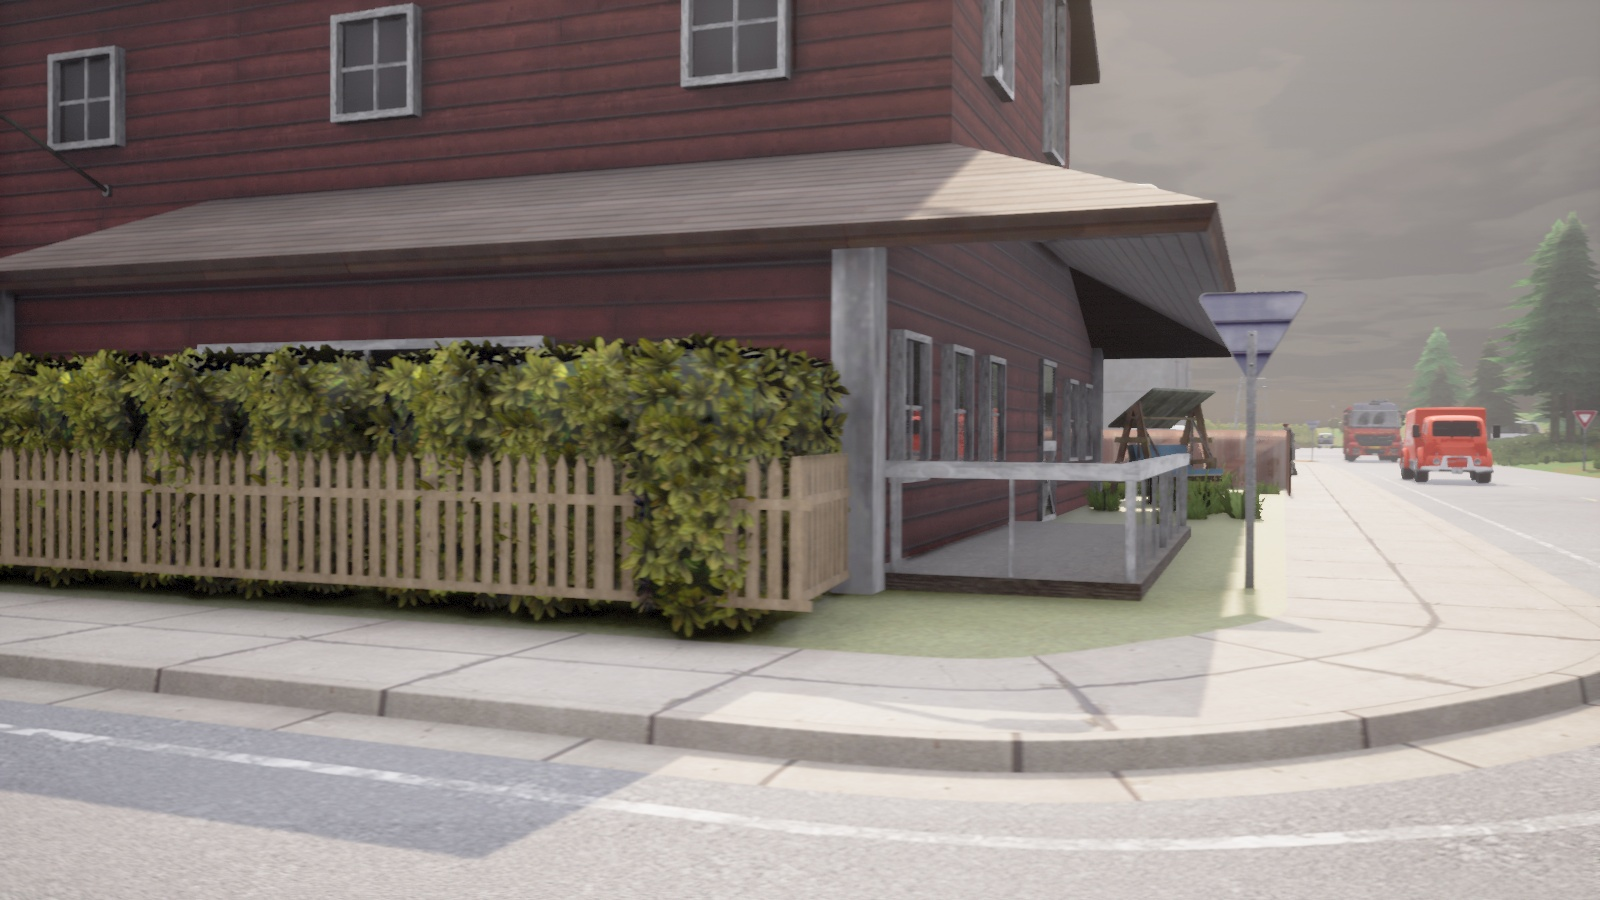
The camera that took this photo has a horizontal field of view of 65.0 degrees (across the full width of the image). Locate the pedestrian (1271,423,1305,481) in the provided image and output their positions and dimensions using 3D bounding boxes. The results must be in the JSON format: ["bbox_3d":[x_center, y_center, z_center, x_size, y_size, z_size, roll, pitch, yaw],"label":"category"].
[{"bbox_3d":[16.704,0.053,43.002,0.659,1.952,0.873,1,1,-18],"label":"pedestrian"}]

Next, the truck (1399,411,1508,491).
[{"bbox_3d":[21.628,-0.011,41.826,2.627,2.467,5.204,1,1,21],"label":"truck"}]

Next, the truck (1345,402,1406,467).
[{"bbox_3d":[35.759,-0.943,78.293,2.891,3.827,8.468,1,1,21],"label":"truck"}]
